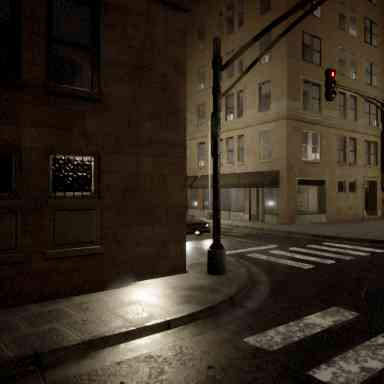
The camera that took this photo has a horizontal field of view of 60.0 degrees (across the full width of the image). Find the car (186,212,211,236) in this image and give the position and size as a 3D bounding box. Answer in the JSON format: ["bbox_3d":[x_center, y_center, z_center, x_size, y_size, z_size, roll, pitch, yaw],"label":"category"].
[{"bbox_3d":[-1.298,1.515,17.757,2.033,1.411,5.357,0,0,-36],"label":"car"}]
